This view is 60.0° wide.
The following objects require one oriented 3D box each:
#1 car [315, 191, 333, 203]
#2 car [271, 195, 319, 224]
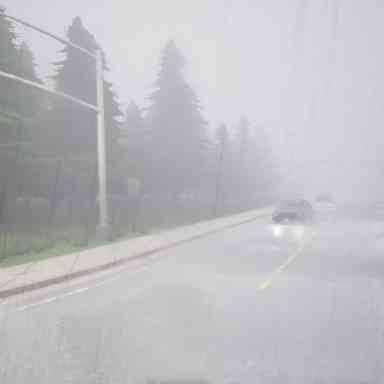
[{"bbox_3d":[17.160,0.595,43.089,1.882,1.535,5.008,-1,1,25],"label":"car"},{"bbox_3d":[6.583,1.146,21.338,2.033,1.411,5.357,-1,1,27],"label":"car"}]
